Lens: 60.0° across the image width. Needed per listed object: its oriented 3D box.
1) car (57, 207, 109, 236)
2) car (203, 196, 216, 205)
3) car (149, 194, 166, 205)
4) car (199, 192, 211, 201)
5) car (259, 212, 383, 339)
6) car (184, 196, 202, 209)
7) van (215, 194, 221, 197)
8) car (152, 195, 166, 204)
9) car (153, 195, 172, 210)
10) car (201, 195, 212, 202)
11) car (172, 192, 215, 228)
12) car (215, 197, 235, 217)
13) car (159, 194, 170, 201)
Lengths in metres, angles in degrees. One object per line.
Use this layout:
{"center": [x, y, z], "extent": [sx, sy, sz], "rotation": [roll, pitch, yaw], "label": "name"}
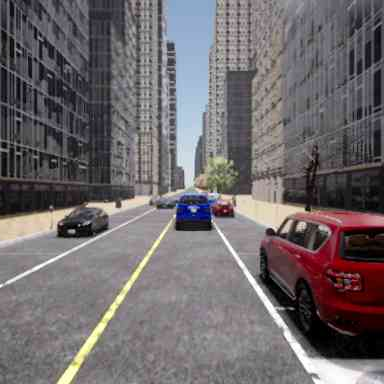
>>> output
{"center": [-5.688, 1.486, 17.903], "extent": [1.947, 1.339, 4.313], "rotation": [0, 0, 0], "label": "car"}
{"center": [2.695, 1.311, 52.086], "extent": [1.802, 1.307, 4.206], "rotation": [0, 0, 0], "label": "car"}
{"center": [-5.685, 1.280, 52.087], "extent": [2.008, 1.369, 4.403], "rotation": [0, 0, 0], "label": "car"}
{"center": [2.698, 0.934, 69.175], "extent": [2.192, 1.841, 5.009], "rotation": [0, 0, 0], "label": "car"}
{"center": [2.692, 1.287, 6.504], "extent": [2.192, 1.841, 5.009], "rotation": [0, 0, 0], "label": "car"}
{"center": [0.103, 1.283, 41.609], "extent": [2.128, 1.511, 4.902], "rotation": [0, 0, 0], "label": "car"}
{"center": [2.696, 1.138, 40.688], "extent": [1.690, 1.788, 3.998], "rotation": [0, 0, 0], "label": "van"}
{"center": [-5.684, 1.260, 57.783], "extent": [1.947, 1.339, 4.313], "rotation": [0, 0, 0], "label": "car"}
{"center": [-3.088, 1.367, 39.526], "extent": [1.994, 1.385, 4.181], "rotation": [0, 0, 0], "label": "car"}
{"center": [2.696, 1.223, 63.480], "extent": [1.947, 1.339, 4.313], "rotation": [0, 0, 0], "label": "car"}
{"center": [0.103, 1.125, 21.442], "extent": [2.150, 2.045, 5.566], "rotation": [0, 0, 0], "label": "car"}
{"center": [2.694, 1.406, 29.296], "extent": [1.887, 1.381, 4.507], "rotation": [0, 0, 0], "label": "car"}
{"center": [-5.683, 1.146, 69.007], "extent": [1.752, 1.417, 4.829], "rotation": [0, 0, 0], "label": "car"}
